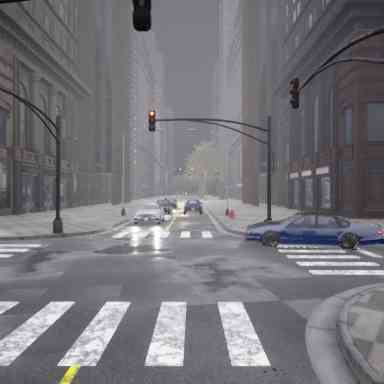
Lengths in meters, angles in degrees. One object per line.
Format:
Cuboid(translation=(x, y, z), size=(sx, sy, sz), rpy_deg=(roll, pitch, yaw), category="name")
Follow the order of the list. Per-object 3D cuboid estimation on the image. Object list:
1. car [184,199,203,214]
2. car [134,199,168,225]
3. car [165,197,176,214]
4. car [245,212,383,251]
Cuboid(translation=(0.118, 1.531, 35.953), size=(1.812, 1.442, 4.674), rpy_deg=(0, 0, 0), category="car")
Cuboid(translation=(-3.070, 1.526, 24.549), size=(1.812, 1.442, 4.674), rpy_deg=(0, 0, 0), category="car")
Cuboid(translation=(-3.059, 1.552, 34.959), size=(2.033, 1.411, 5.357), rpy_deg=(0, 0, 0), category="car")
Cuboid(translation=(4.944, 1.566, 13.882), size=(5.357, 1.411, 2.033), rpy_deg=(0, 0, 11), category="car")
